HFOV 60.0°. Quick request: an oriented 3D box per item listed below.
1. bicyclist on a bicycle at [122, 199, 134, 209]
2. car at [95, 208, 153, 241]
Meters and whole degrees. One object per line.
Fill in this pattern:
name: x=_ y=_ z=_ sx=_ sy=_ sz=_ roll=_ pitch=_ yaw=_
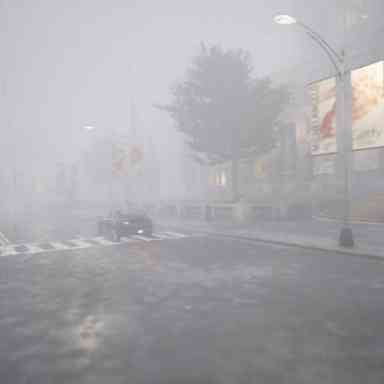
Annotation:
bicyclist on a bicycle: x=-6.941 y=1.572 z=35.794 sx=1.656 sy=1.620 sz=0.582 roll=-1 pitch=0 yaw=-34
car: x=-3.738 y=1.646 z=17.762 sx=1.837 sy=1.490 sz=4.892 roll=-1 pitch=0 yaw=-32
